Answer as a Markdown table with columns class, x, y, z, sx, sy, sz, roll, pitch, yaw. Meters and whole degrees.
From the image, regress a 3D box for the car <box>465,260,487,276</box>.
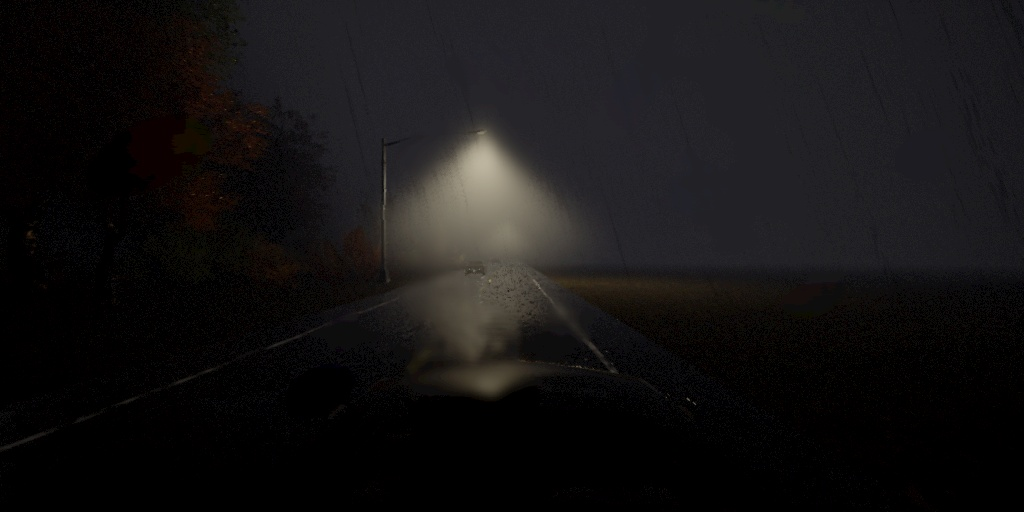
| class | x | y | z | sx | sy | sz | roll | pitch | yaw |
| --- | --- | --- | --- | --- | --- | --- | --- | --- | --- |
| car | -3.583 | 1.164 | 36.481 | 1.837 | 1.490 | 4.892 | 0 | 0 | 0 |
